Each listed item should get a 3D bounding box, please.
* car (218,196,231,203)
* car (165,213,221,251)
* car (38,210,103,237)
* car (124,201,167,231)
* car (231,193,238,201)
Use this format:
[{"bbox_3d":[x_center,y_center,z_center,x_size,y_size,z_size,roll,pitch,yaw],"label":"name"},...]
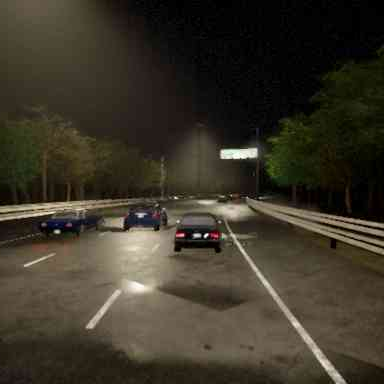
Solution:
[{"bbox_3d":[6.886,1.708,73.631,1.994,1.385,4.181,0,0,11],"label":"car"},{"bbox_3d":[0.282,1.590,14.251,2.033,1.411,5.357,0,0,2],"label":"car"},{"bbox_3d":[-6.452,1.639,18.392,1.895,1.301,4.718,0,0,3],"label":"car"},{"bbox_3d":[-2.792,1.404,21.051,2.097,1.767,4.553,0,0,3],"label":"car"},{"bbox_3d":[10.843,1.733,92.831,1.994,1.385,4.181,0,0,13],"label":"car"}]
